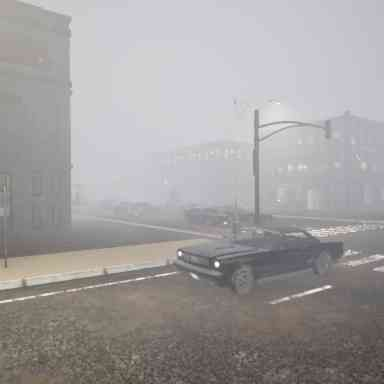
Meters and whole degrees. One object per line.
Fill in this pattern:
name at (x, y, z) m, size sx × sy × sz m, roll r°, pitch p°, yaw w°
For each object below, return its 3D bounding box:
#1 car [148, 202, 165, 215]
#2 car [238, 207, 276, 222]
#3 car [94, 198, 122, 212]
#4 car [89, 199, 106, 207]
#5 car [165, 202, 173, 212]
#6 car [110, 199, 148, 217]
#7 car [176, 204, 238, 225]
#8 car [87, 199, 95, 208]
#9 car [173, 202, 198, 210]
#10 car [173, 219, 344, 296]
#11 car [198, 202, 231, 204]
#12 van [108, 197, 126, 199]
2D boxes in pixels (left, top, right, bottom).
car at (-5.558, 1.870, 38.769) m, size 1.882 × 1.535 × 5.008 m, roll -1°, pitch -1°, yaw -35°
car at (4.046, 1.804, 25.324) m, size 1.895 × 1.301 × 4.718 m, roll -1°, pitch 0°, yaw -36°
car at (-11.935, 2.041, 47.753) m, size 1.812 × 1.442 × 4.674 m, roll -1°, pitch 0°, yaw -36°
car at (-19.408, 2.225, 68.114) m, size 1.887 × 1.381 × 4.507 m, roll -1°, pitch 0°, yaw -36°
car at (-3.326, 1.963, 45.590) m, size 1.802 × 1.307 × 4.206 m, roll -2°, pitch 0°, yaw -36°
car at (-6.933, 1.844, 36.214) m, size 1.967 × 1.590 × 4.097 m, roll -1°, pitch 0°, yaw -36°
car at (1.035, 1.812, 24.850) m, size 1.947 × 1.339 × 4.313 m, roll -2°, pitch 0°, yaw -36°
car at (-19.223, 2.156, 63.414) m, size 2.128 × 1.511 × 4.902 m, roll -1°, pitch 0°, yaw -36°
car at (-0.110, 1.901, 41.086) m, size 1.802 × 1.307 × 4.206 m, roll -2°, pitch 0°, yaw -36°
car at (1.885, 1.598, 8.796) m, size 4.718 × 1.301 × 1.895 m, roll 0°, pitch 0°, yaw -35°
car at (3.106, 1.806, 36.580) m, size 2.008 × 1.369 × 4.403 m, roll -2°, pitch 0°, yaw -36°
van at (-12.980, 1.904, 59.104) m, size 1.690 × 1.788 × 3.998 m, roll -1°, pitch 0°, yaw -36°
